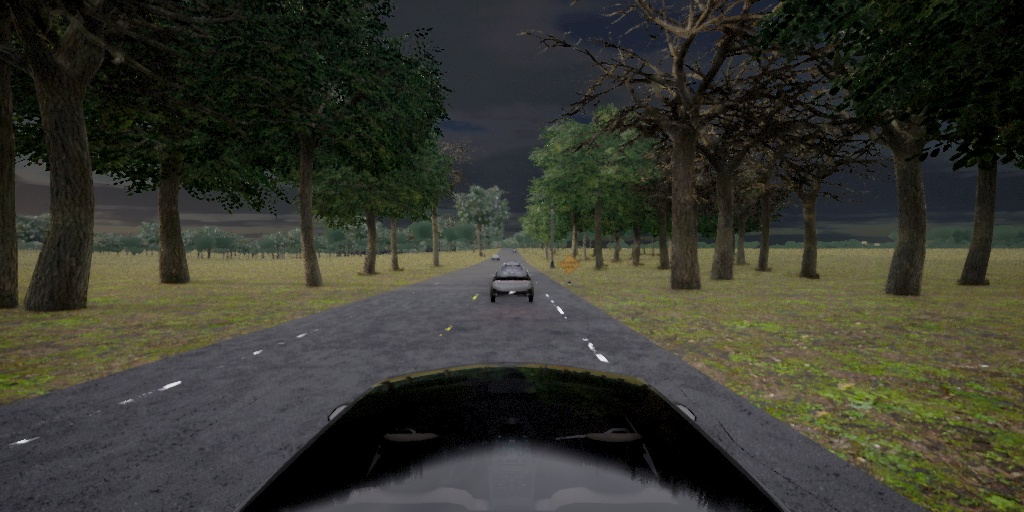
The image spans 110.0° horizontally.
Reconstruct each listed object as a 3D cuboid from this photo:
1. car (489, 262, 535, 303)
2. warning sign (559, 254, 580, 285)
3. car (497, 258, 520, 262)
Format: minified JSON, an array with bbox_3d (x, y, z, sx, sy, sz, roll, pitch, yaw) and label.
[{"bbox_3d":[0.000,1.214,16.499,2.128,1.511,4.902,0,0,0],"label":"car"},{"bbox_3d":[3.550,0.806,22.220,1.300,1.860,1.060,0,0,0],"label":"warning sign"},{"bbox_3d":[0.000,1.123,31.497,2.128,1.511,4.902,0,0,0],"label":"car"}]
